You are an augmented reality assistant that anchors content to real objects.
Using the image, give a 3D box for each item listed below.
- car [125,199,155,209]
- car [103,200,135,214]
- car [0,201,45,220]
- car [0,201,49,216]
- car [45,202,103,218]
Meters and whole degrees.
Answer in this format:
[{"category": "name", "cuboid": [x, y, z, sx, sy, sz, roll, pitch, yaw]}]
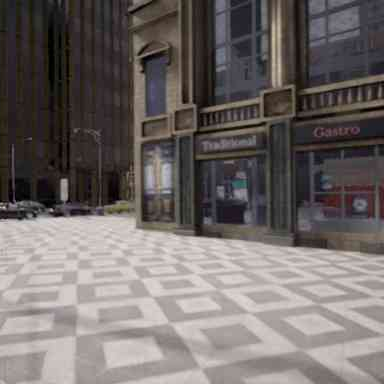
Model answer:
[{"category": "car", "cuboid": [-7.454, 1.733, 47.905, 1.802, 1.307, 4.206, -1, -1, 35]}, {"category": "car", "cuboid": [-6.977, 1.507, 33.839, 1.752, 1.417, 4.829, -1, -1, 35]}, {"category": "car", "cuboid": [-13.631, 1.487, 24.451, 2.008, 1.369, 4.403, -1, -1, 35]}, {"category": "car", "cuboid": [-17.289, 1.619, 34.030, 2.008, 1.369, 4.403, -1, -1, 35]}, {"category": "car", "cuboid": [-10.352, 1.523, 29.077, 1.947, 1.339, 4.313, -1, -1, 35]}]
